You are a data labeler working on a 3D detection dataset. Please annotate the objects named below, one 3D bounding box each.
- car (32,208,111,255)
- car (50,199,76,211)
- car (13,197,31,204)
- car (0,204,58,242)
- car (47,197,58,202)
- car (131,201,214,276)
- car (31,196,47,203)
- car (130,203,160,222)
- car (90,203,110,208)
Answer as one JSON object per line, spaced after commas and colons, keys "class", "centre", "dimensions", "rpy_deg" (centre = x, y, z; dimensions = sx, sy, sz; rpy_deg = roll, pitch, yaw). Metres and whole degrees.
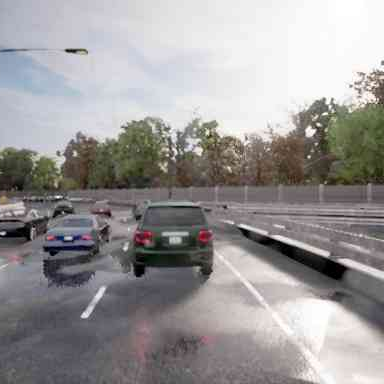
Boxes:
{"class": "car", "centre": [-4.526, 1.631, 13.747], "dimensions": [2.033, 1.411, 5.357], "rpy_deg": [0, 0, -8]}
{"class": "car", "centre": [-12.820, 1.710, 33.398], "dimensions": [1.837, 1.490, 4.892], "rpy_deg": [0, 0, -18]}
{"class": "car", "centre": [-38.883, 1.855, 74.960], "dimensions": [4.902, 1.511, 2.128], "rpy_deg": [0, 0, 43]}
{"class": "car", "centre": [-8.616, 1.599, 16.859], "dimensions": [2.128, 1.511, 4.902], "rpy_deg": [0, 0, -10]}
{"class": "car", "centre": [-33.573, 1.863, 79.639], "dimensions": [4.892, 1.490, 1.837], "rpy_deg": [0, 0, 43]}
{"class": "car", "centre": [-0.689, 1.285, 10.789], "dimensions": [2.150, 2.045, 5.566], "rpy_deg": [0, 0, -6]}
{"class": "car", "centre": [-36.413, 1.695, 77.443], "dimensions": [4.553, 1.767, 2.097], "rpy_deg": [0, 0, 43]}
{"class": "car", "centre": [-4.293, 1.721, 29.641], "dimensions": [2.033, 1.411, 5.357], "rpy_deg": [0, 0, -16]}
{"class": "car", "centre": [-9.505, 1.771, 34.429], "dimensions": [1.994, 1.385, 4.181], "rpy_deg": [0, 0, -18]}
